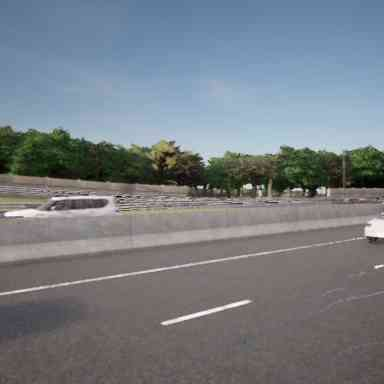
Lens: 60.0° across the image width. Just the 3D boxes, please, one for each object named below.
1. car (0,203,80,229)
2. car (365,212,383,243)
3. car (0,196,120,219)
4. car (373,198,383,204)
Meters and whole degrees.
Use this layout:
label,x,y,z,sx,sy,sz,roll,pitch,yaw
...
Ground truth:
label,x,y,z,sx,sy,sz,roll,pitch,yaw
car,-10.521,1.550,22.282,5.357,1.411,2.033,0,0,-35
car,9.503,1.529,14.819,4.674,1.442,1.812,0,0,-35
car,-6.340,1.224,16.666,5.566,2.045,2.150,0,0,-35
car,29.289,1.563,50.554,4.181,1.385,1.994,0,0,-35
